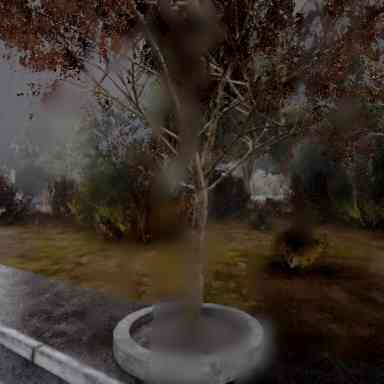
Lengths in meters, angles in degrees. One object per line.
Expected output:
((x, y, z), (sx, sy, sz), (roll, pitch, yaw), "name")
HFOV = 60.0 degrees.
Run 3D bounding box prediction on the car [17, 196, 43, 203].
((-22.061, 1.197, 44.900), (2.033, 1.411, 5.357), (1, 0, 32), "car")
